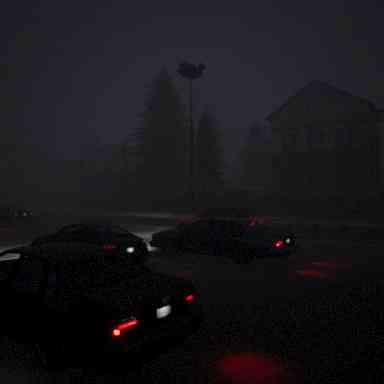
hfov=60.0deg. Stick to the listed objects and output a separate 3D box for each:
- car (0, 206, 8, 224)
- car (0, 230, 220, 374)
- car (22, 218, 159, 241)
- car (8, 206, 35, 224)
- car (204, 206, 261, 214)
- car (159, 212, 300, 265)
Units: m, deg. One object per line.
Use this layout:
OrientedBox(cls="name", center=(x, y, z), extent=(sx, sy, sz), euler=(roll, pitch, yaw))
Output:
OrientedBox(cls="car", center=(-15.419, 1.752, 23.595), extent=(5.008, 1.535, 1.882), euler=(-1, 0, 36))
OrientedBox(cls="car", center=(-2.400, 1.602, 5.703), extent=(5.357, 1.411, 2.033), euler=(-1, 0, 36))
OrientedBox(cls="car", center=(-3.391, 1.657, 10.712), extent=(4.181, 1.385, 1.994), euler=(-1, 0, 36))
OrientedBox(cls="car", center=(-15.303, 1.847, 27.810), extent=(5.357, 1.411, 2.033), euler=(-1, 0, 36))
OrientedBox(cls="car", center=(1.357, 1.436, 15.924), extent=(4.553, 1.767, 2.097), euler=(-1, 0, 36))
OrientedBox(cls="car", center=(0.983, 1.610, 11.890), extent=(5.357, 1.411, 2.033), euler=(-1, 0, 36))
